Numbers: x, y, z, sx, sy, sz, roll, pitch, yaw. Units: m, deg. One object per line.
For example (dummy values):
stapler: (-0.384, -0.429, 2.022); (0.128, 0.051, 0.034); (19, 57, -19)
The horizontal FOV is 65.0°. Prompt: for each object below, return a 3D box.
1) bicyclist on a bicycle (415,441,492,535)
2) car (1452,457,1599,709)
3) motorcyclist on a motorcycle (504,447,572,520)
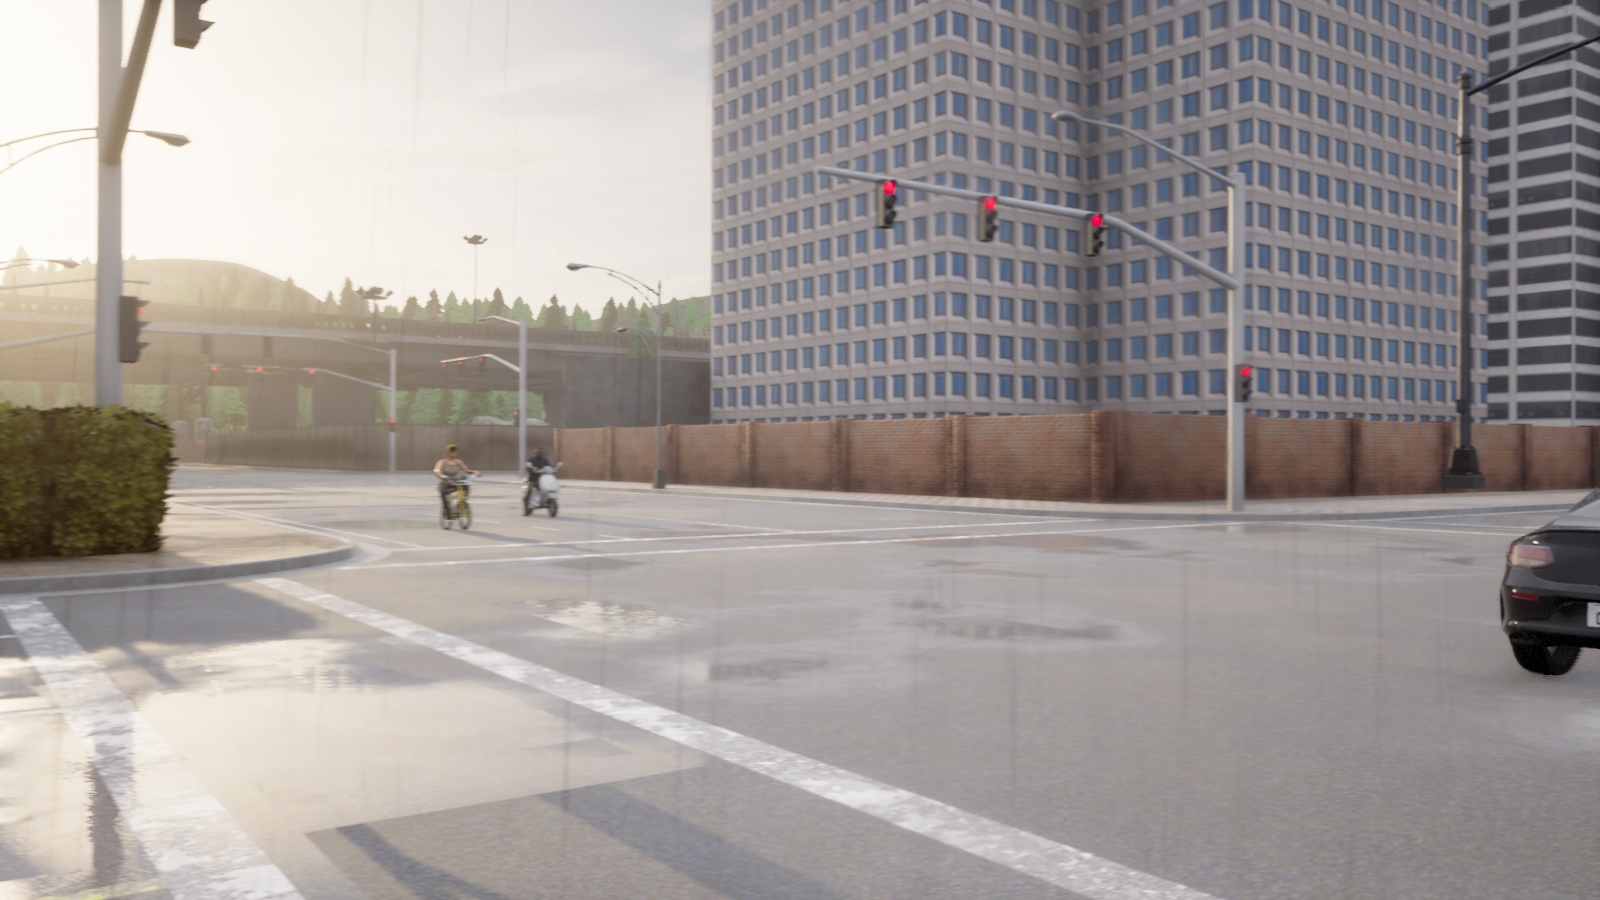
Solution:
bicyclist on a bicycle: (-6.391, 0.712, 23.102); (0.866, 1.612, 1.509); (0, -5, -35)
car: (6.527, 0.772, 8.571); (4.674, 1.442, 1.812); (0, 0, -36)
motorcyclist on a motorcycle: (-5.966, 0.740, 28.530); (0.866, 1.590, 1.817); (0, 0, -35)
